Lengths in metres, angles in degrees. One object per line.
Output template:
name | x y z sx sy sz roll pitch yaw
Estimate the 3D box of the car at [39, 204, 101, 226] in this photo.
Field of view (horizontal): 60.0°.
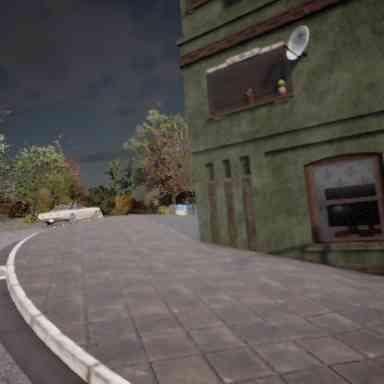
car | -8.430 1.529 23.484 1.895 1.301 4.718 -6 -1 15
